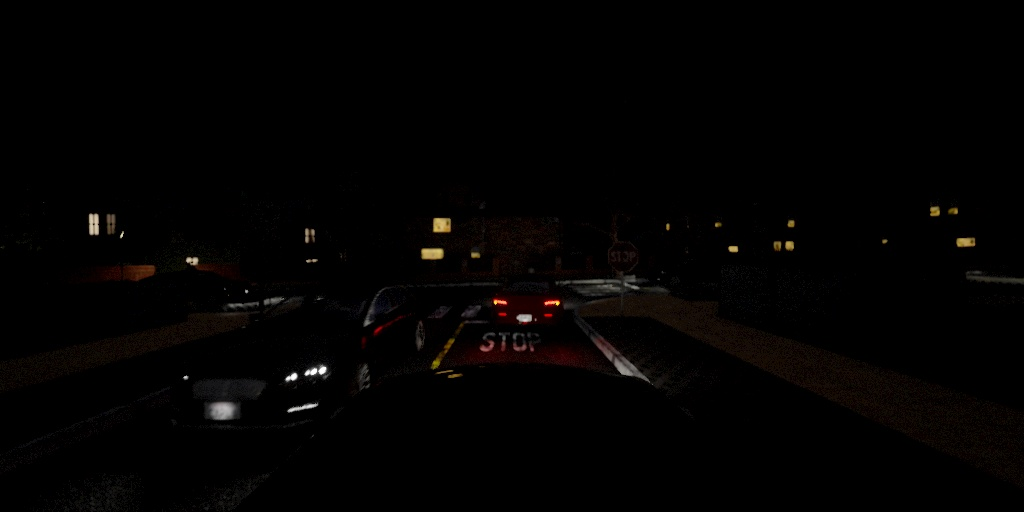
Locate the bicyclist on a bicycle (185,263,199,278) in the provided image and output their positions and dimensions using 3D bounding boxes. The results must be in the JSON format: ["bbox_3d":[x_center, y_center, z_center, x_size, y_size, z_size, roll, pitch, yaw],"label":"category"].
[{"bbox_3d":[-20.191,1.233,22.532,0.582,1.620,1.656,-1,2,0],"label":"bicyclist on a bicycle"}]

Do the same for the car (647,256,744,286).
[{"bbox_3d":[10.030,0.767,19.656,5.008,1.535,1.882,-1,1,-2],"label":"car"}]

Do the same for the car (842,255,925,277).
[{"bbox_3d":[20.570,0.641,19.741,4.718,1.301,1.895,-1,1,0],"label":"car"}]

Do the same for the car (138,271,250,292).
[{"bbox_3d":[-14.802,1.446,16.703,4.892,1.490,1.837,-1,1,0],"label":"car"}]

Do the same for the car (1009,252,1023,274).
[{"bbox_3d":[31.240,0.012,19.750,5.566,2.045,2.150,-1,1,0],"label":"car"}]

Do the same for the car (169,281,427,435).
[{"bbox_3d":[-2.763,1.205,5.888,2.128,1.511,4.902,0,0,0],"label":"car"}]

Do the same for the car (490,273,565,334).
[{"bbox_3d":[0.524,1.202,10.306,1.812,1.442,4.674,0,0,6],"label":"car"}]
